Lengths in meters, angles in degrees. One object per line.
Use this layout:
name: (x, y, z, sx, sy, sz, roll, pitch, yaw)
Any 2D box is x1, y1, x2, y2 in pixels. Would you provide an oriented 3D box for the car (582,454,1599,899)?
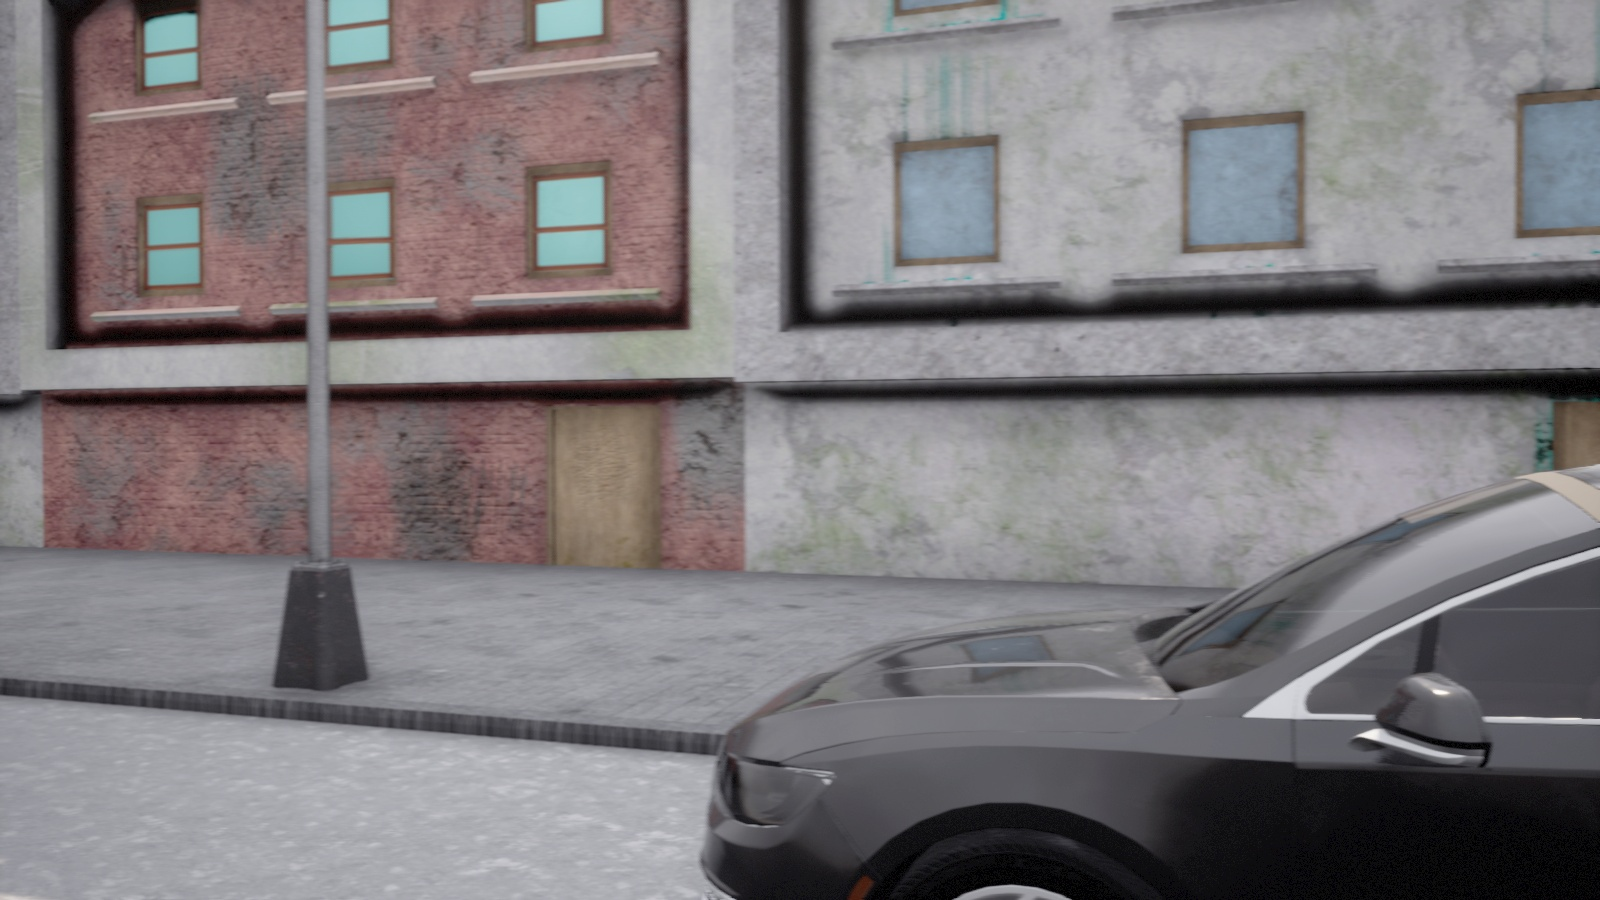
car: (2.105, 0.791, 3.018, 4.892, 1.490, 1.837, 0, 1, 18)
